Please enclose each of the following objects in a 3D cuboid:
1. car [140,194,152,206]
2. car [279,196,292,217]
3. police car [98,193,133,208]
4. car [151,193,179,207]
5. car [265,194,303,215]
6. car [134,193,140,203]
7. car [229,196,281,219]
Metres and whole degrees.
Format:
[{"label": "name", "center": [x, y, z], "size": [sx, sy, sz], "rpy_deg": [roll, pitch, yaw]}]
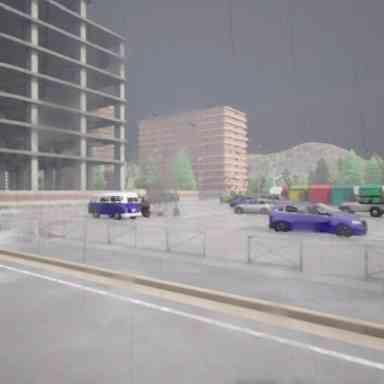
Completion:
[{"label": "car", "center": [-7.767, 1.535, 67.731], "size": [1.837, 1.490, 4.892], "rpy_deg": [0, 0, 35]}, {"label": "car", "center": [7.530, 1.377, 33.415], "size": [3.905, 1.438, 1.784], "rpy_deg": [0, 0, 36]}, {"label": "police car", "center": [-13.609, 1.412, 59.480], "size": [1.930, 1.638, 5.238], "rpy_deg": [0, 0, 35]}, {"label": "car", "center": [-4.928, 1.285, 65.685], "size": [2.150, 2.045, 5.566], "rpy_deg": [0, 0, 35]}, {"label": "car", "center": [9.054, 1.166, 35.624], "size": [4.605, 1.855, 1.932], "rpy_deg": [0, 0, 36]}, {"label": "car", "center": [-12.411, 1.343, 87.445], "size": [1.851, 1.617, 3.988], "rpy_deg": [0, 0, 36]}, {"label": "car", "center": [5.840, 1.408, 31.065], "size": [3.806, 1.475, 1.970], "rpy_deg": [0, 0, 36]}]
